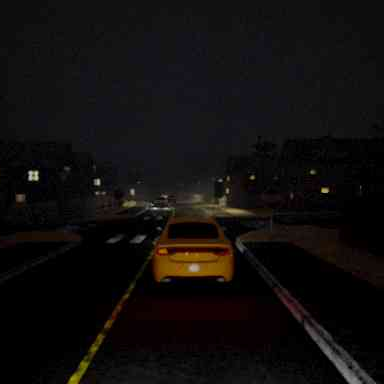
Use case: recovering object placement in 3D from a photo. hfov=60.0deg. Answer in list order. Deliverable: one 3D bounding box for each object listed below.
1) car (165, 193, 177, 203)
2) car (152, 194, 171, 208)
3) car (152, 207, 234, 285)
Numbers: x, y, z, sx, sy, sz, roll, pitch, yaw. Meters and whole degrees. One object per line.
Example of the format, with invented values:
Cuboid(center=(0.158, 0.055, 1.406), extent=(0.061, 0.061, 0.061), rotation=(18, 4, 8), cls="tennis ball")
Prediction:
Cuboid(center=(-4.109, 1.403, 65.295), extent=(1.837, 1.490, 4.892), rotation=(0, 0, -10), cls="car")
Cuboid(center=(-4.315, 1.404, 46.161), extent=(1.812, 1.442, 4.674), rotation=(0, 0, -6), cls="car")
Cuboid(center=(-0.009, 1.425, 9.413), extent=(1.882, 1.535, 5.008), rotation=(0, 0, -1), cls="car")
